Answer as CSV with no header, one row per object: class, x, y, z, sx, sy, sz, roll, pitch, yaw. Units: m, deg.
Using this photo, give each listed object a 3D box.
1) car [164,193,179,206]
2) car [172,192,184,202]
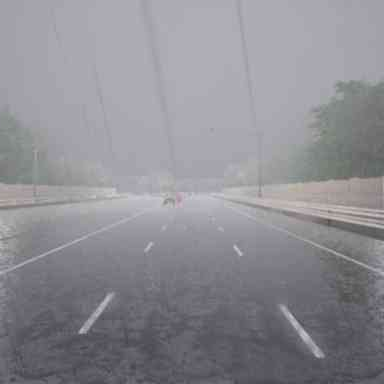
car,-3.501,1.294,53.723,1.837,1.490,4.892,0,0,0
car,-3.502,1.100,72.426,2.150,2.045,5.566,0,0,0
